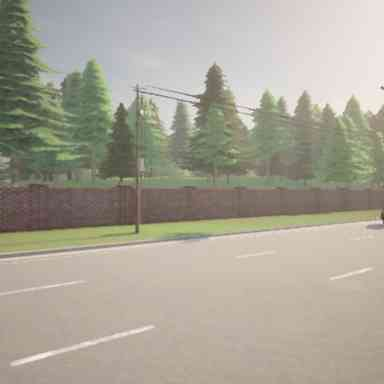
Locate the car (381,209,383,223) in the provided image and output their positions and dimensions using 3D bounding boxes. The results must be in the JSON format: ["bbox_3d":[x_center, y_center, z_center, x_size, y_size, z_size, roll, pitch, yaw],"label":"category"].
[{"bbox_3d":[14.955,1.491,23.020,4.902,1.511,2.128,0,0,-36],"label":"car"}]
